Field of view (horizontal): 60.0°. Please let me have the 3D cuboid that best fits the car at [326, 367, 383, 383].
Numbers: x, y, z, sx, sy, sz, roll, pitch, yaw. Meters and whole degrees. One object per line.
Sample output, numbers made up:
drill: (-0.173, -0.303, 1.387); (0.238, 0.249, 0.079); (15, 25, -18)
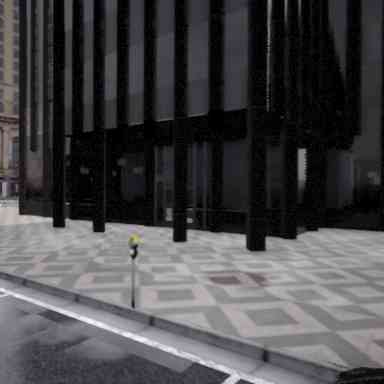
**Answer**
car: (2.484, 1.571, 1.204); (4.313, 1.339, 1.947); (0, 0, 35)
